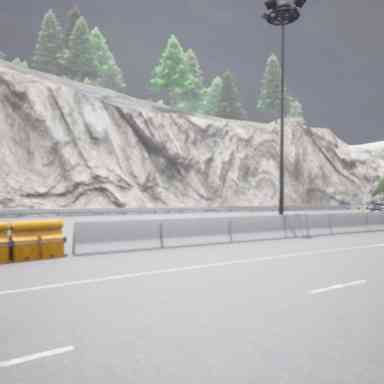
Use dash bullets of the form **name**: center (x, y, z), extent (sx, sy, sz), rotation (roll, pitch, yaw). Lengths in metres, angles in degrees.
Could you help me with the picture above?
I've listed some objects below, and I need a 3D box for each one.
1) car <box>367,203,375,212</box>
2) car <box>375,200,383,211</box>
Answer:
- **car**: center (24.596, 1.807, 42.380), extent (4.902, 1.511, 2.128), rotation (1, 0, -18)
- **car**: center (24.160, 1.901, 38.596), extent (4.718, 1.301, 1.895), rotation (1, 0, -18)
